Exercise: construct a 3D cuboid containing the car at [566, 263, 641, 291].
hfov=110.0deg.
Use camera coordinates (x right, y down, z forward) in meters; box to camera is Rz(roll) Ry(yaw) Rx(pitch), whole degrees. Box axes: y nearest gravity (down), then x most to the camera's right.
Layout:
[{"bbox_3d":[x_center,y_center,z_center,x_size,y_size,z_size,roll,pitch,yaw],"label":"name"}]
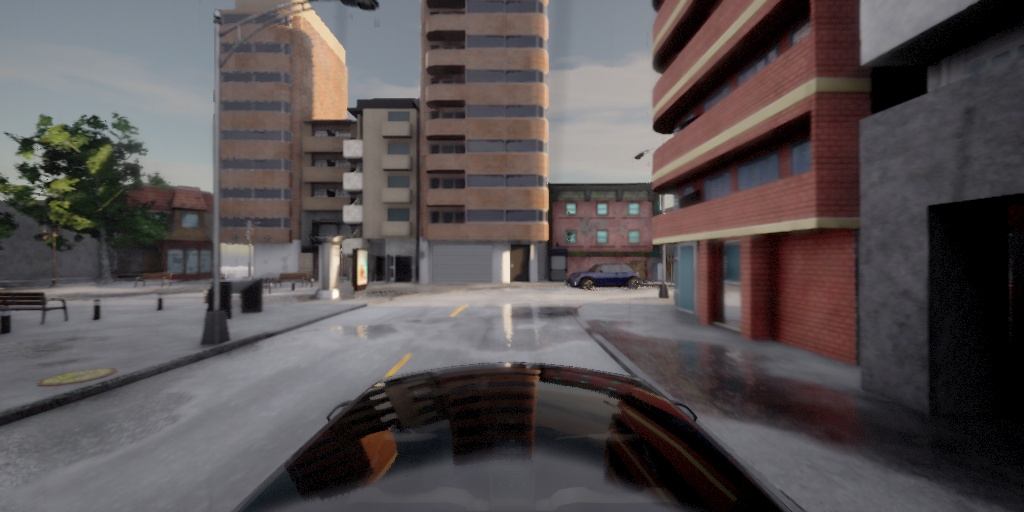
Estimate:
[{"bbox_3d":[5.781,1.245,23.017,4.553,1.767,2.097,0,0,-9],"label":"car"}]
